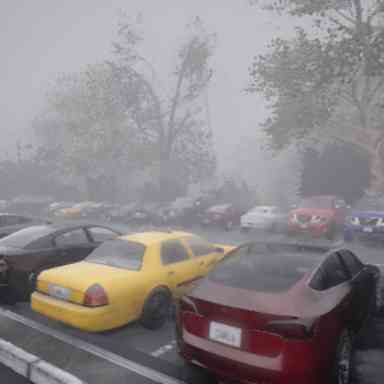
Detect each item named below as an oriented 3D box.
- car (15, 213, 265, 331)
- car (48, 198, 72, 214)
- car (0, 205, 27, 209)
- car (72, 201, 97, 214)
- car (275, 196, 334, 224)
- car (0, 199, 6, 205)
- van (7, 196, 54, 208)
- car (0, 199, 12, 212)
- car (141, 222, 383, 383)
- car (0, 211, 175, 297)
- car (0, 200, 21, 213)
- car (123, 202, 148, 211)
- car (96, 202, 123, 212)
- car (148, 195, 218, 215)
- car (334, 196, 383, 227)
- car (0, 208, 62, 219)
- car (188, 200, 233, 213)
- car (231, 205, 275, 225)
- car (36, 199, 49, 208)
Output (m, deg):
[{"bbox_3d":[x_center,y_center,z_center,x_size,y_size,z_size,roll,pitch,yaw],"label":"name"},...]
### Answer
[{"bbox_3d":[-0.502,1.475,7.069,1.946,1.575,5.366,0,0,35],"label":"car"},{"bbox_3d":[-9.207,1.548,28.853,1.946,1.575,5.366,0,0,35],"label":"car"},{"bbox_3d":[-9.744,1.512,13.408,2.231,1.521,4.892,0,0,35],"label":"car"},{"bbox_3d":[-6.832,1.539,27.385,2.097,1.535,5.008,0,0,35],"label":"car"},{"bbox_3d":[6.771,1.228,17.684,2.435,2.045,5.566,0,0,35],"label":"car"},{"bbox_3d":[-12.014,1.273,15.062,2.435,2.045,5.566,0,0,35],"label":"car"},{"bbox_3d":[-15.842,1.364,33.946,1.878,1.987,4.442,0,0,35],"label":"van"},{"bbox_3d":[-24.971,1.668,40.321,2.097,1.535,5.008,-1,0,36],"label":"car"},{"bbox_3d":[1.692,1.504,5.317,2.163,1.488,4.792,0,0,35],"label":"car"},{"bbox_3d":[-2.894,1.483,8.536,2.097,1.535,5.008,0,0,35],"label":"car"},{"bbox_3d":[-22.704,1.685,38.699,2.002,1.452,4.674,-1,0,36],"label":"car"},{"bbox_3d":[-2.273,1.543,24.185,2.163,1.488,4.792,0,0,35],"label":"car"},{"bbox_3d":[-4.576,1.555,25.751,2.163,1.488,4.792,0,0,35],"label":"car"},{"bbox_3d":[-0.039,1.251,22.526,2.435,2.045,5.566,0,0,35],"label":"car"},{"bbox_3d":[8.940,1.224,16.142,2.435,2.045,5.566,0,0,35],"label":"car"},{"bbox_3d":[-7.478,1.530,11.766,2.163,1.488,4.792,0,0,35],"label":"car"},{"bbox_3d":[2.247,1.493,20.930,2.097,1.535,5.008,0,0,35],"label":"car"},{"bbox_3d":[4.417,1.526,19.390,2.002,1.452,4.674,0,0,35],"label":"car"},{"bbox_3d":[-11.370,1.604,30.617,2.002,1.452,4.674,0,0,35],"label":"car"}]
